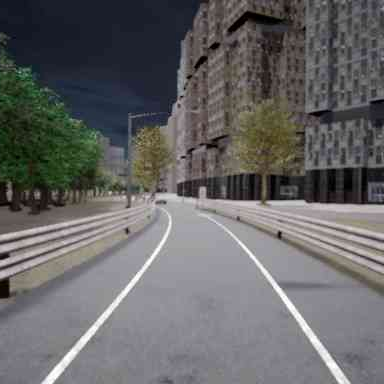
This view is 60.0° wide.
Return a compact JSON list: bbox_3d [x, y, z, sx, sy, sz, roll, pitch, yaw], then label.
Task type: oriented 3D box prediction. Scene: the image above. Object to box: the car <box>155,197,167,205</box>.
[{"bbox_3d":[-5.994,1.638,61.222,1.895,1.301,4.718,0,0,-17],"label":"car"}]
